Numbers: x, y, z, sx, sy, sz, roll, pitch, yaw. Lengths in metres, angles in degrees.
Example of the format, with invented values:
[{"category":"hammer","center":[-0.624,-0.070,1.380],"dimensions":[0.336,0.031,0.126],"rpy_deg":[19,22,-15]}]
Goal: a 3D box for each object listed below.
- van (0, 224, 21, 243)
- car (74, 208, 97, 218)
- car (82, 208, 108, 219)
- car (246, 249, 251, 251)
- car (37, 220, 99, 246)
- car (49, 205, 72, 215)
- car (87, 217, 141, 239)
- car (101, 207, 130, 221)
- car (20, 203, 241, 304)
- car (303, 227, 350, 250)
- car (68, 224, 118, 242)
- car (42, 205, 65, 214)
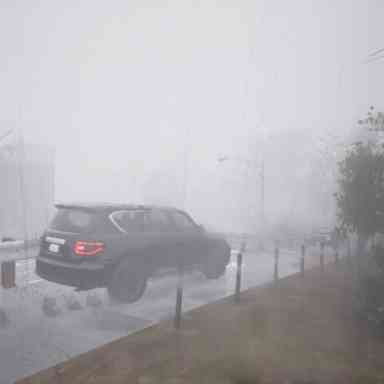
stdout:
[{"category":"van","center":[-16.182,4.097,28.881],"dimensions":[4.442,1.987,1.878],"rpy_deg":[0,0,17]},{"category":"car","center":[-20.432,3.957,64.034],"dimensions":[2.002,1.452,4.674],"rpy_deg":[0,1,19]},{"category":"car","center":[-18.019,3.960,62.342],"dimensions":[1.946,1.575,5.366],"rpy_deg":[0,1,19]},{"category":"car","center":[0.941,4.354,23.203],"dimensions":[5.566,2.045,2.435],"rpy_deg":[2,1,17]},{"category":"car","center":[-12.469,4.072,33.566],"dimensions":[5.566,2.045,2.435],"rpy_deg":[0,0,17]},{"category":"car","center":[-27.484,3.645,69.629],"dimensions":[2.185,1.767,4.553],"rpy_deg":[0,1,19]},{"category":"car","center":[-8.954,4.072,38.286],"dimensions":[5.566,2.045,2.435],"rpy_deg":[0,0,17]},{"category":"car","center":[-13.370,3.814,58.393],"dimensions":[2.435,2.045,5.566],"rpy_deg":[1,1,18]},{"category":"car","center":[-1.131,1.364,8.764],"dimensions":[2.150,2.045,5.566],"rpy_deg":[1,-3,37]},{"category":"car","center":[9.124,3.029,22.247],"dimensions":[1.895,1.301,4.718],"rpy_deg":[1,-4,37]},{"category":"car","center":[-10.686,4.353,35.937],"dimensions":[4.792,1.488,2.163],"rpy_deg":[0,0,17]},{"category":"car","center":[-29.814,3.762,71.536],"dimensions":[2.002,1.452,4.674],"rpy_deg":[0,1,19]}]
